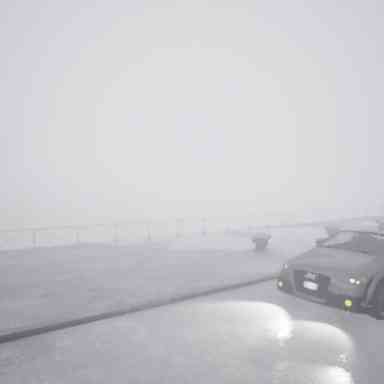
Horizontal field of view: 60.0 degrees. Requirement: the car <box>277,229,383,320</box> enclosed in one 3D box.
[{"bbox_3d":[3.818,1.537,7.300,4.181,1.385,1.994,0,0,-35],"label":"car"}]
